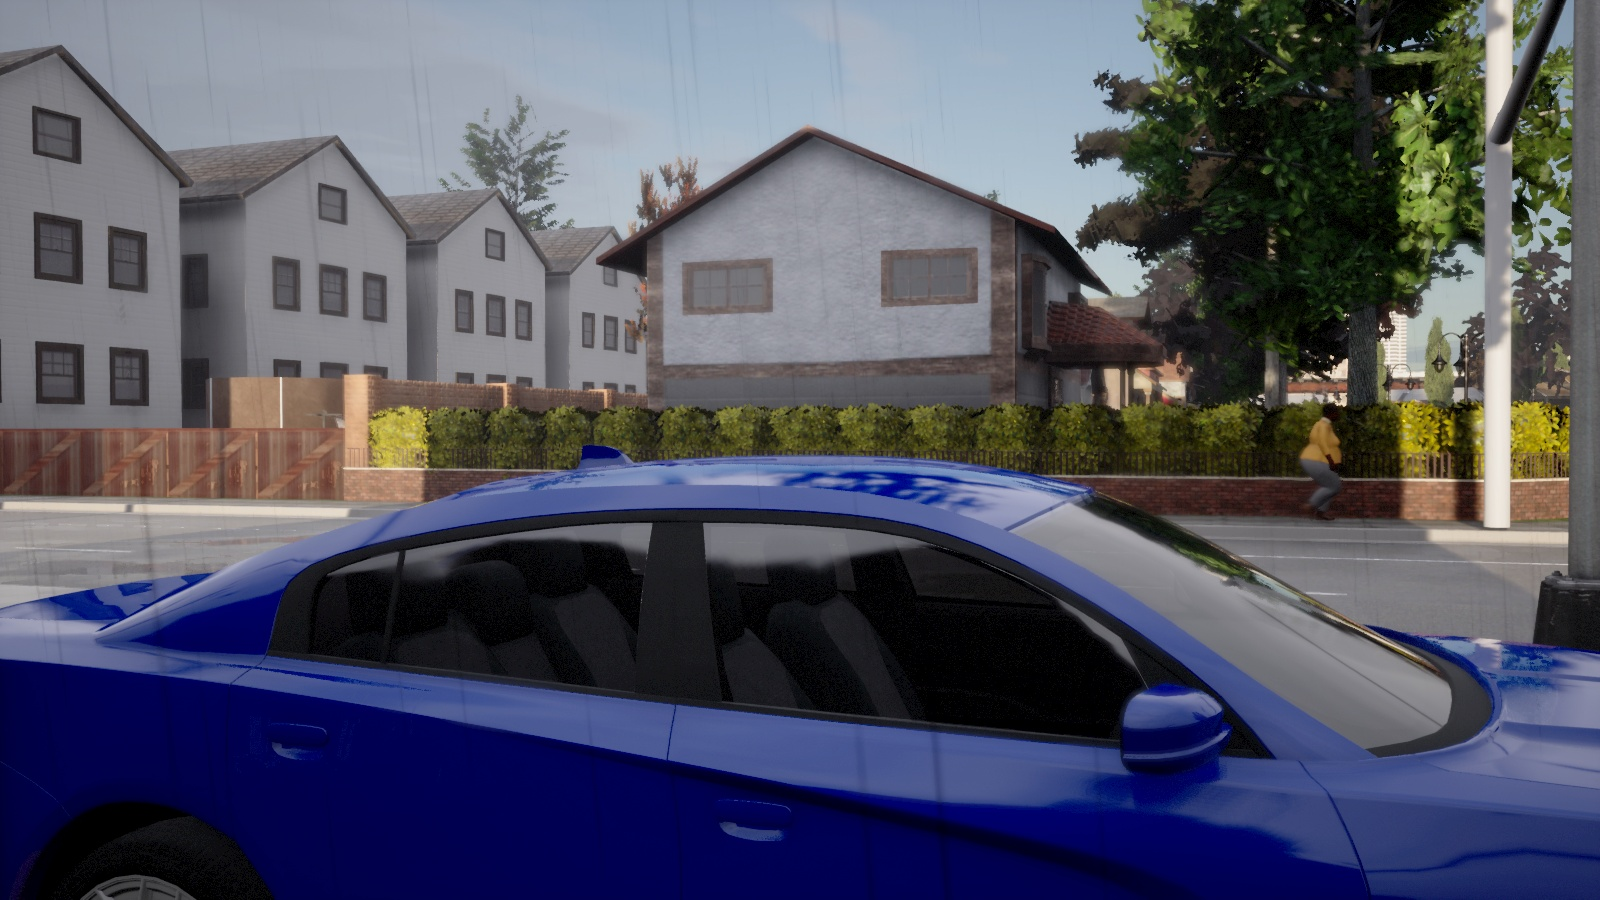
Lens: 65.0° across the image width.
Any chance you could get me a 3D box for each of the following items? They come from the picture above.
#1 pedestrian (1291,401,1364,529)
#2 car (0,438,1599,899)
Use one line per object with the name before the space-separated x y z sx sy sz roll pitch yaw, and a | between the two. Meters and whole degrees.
pedestrian | 7.863 0.204 18.770 0.900 1.855 0.874 0 1 17
car | 0.253 0.755 3.108 5.008 1.535 1.882 1 1 19
